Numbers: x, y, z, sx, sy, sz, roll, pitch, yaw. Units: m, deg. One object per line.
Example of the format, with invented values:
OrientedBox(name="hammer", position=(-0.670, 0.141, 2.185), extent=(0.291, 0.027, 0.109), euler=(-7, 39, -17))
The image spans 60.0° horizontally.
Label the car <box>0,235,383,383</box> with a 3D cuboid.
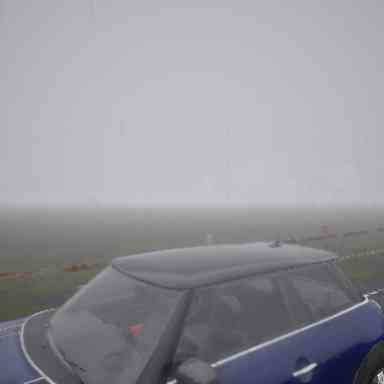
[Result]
OrientedBox(name="car", position=(-0.188, 1.361, 2.931), extent=(4.553, 1.767, 2.097), euler=(0, 0, -35))
